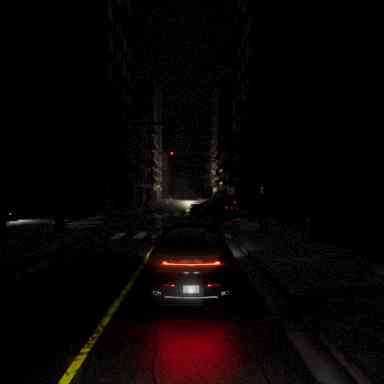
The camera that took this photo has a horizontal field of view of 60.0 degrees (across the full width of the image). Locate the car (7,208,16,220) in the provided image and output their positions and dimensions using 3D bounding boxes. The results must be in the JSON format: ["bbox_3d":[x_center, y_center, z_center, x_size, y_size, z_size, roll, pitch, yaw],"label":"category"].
[{"bbox_3d":[-15.166,1.388,24.094,4.181,1.385,1.994,1,0,-1],"label":"car"}]

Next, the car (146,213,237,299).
[{"bbox_3d":[-0.016,1.507,8.412,1.837,1.490,4.892,0,0,0],"label":"car"}]

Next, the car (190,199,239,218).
[{"bbox_3d":[2.002,1.416,30.447,4.553,1.767,2.097,1,0,42],"label":"car"}]
